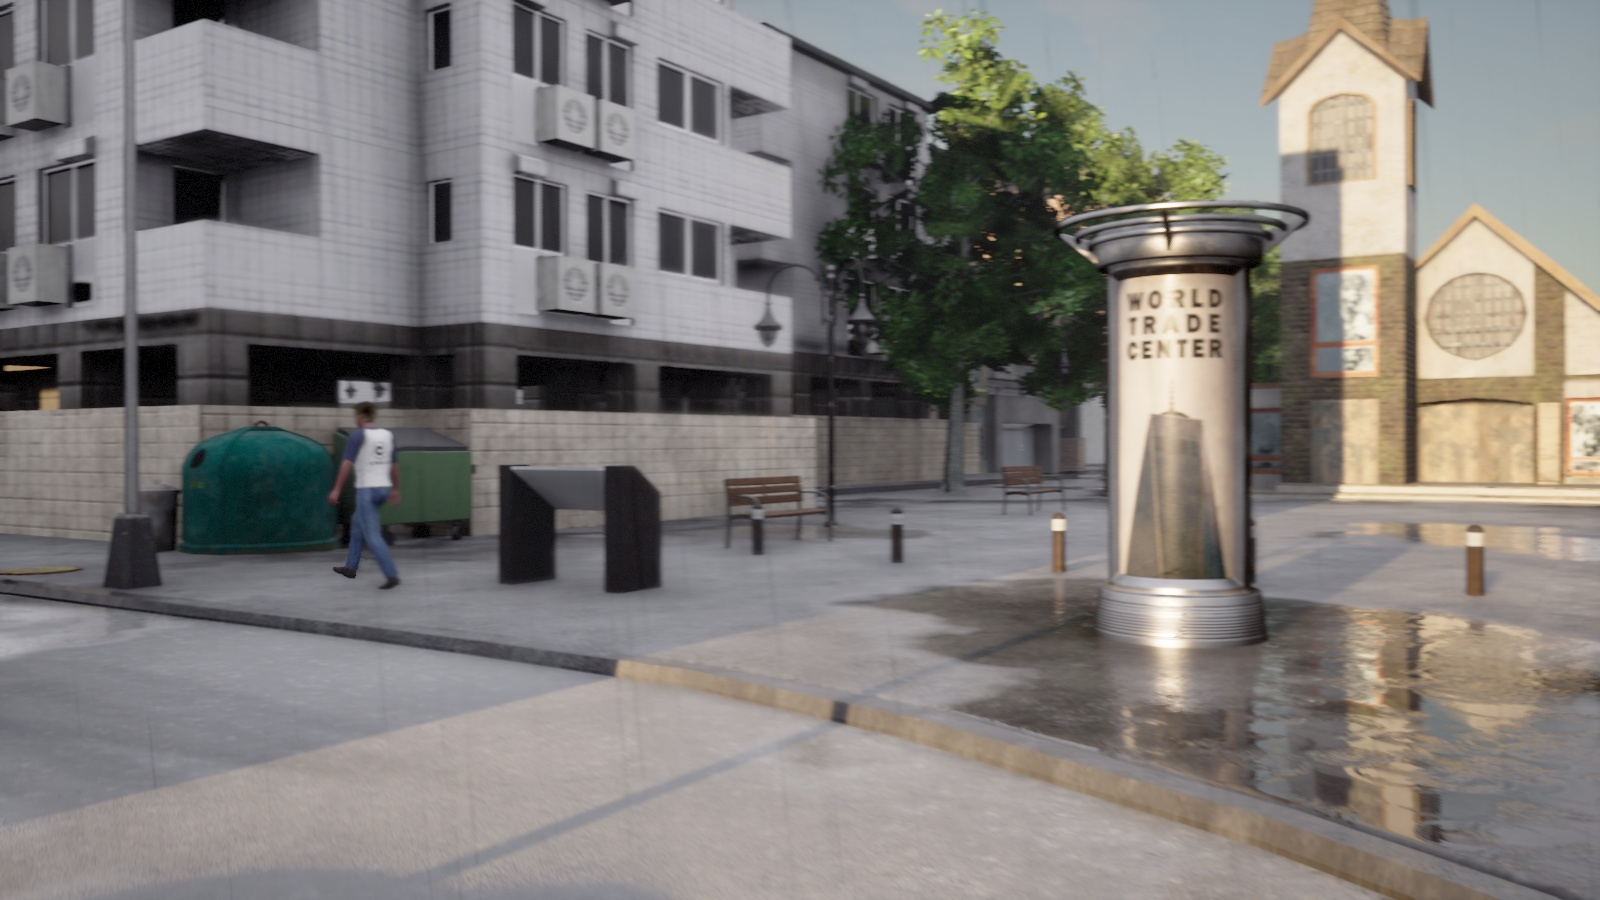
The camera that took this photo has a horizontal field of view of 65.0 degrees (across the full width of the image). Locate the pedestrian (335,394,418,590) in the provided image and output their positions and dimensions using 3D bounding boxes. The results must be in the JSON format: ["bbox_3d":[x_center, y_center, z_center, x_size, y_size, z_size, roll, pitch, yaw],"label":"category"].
[{"bbox_3d":[-4.062,0.392,12.046,0.706,1.836,0.354,0,0,27],"label":"pedestrian"}]
